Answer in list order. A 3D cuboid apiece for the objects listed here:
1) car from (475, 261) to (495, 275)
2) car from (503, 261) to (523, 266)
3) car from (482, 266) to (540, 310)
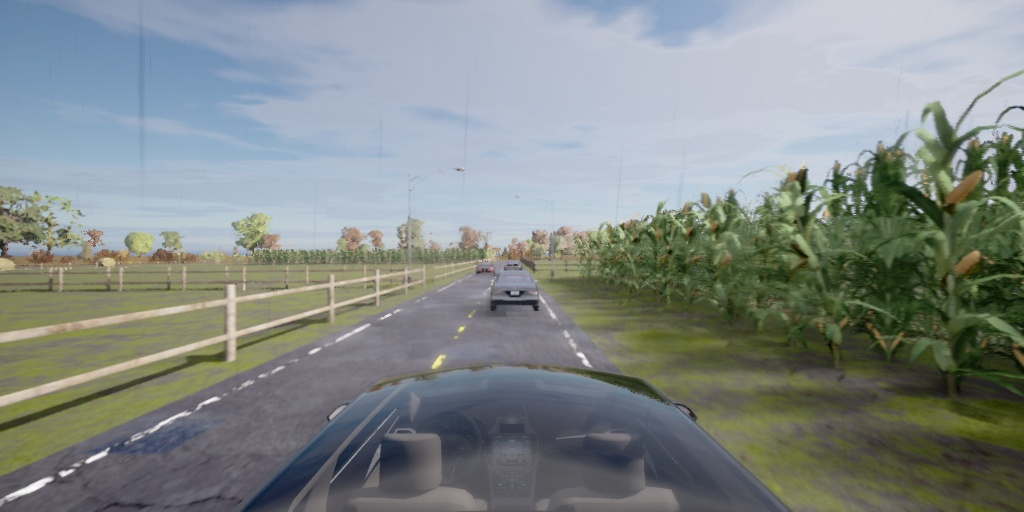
[{"bbox_3d":[-2.756,1.276,38.252,1.994,1.385,4.181,0,0,0],"label":"car"},{"bbox_3d":[0.095,1.205,36.792,2.128,1.511,4.902,0,0,0],"label":"car"},{"bbox_3d":[0.098,1.283,14.499,2.033,1.411,5.357,0,0,0],"label":"car"}]
